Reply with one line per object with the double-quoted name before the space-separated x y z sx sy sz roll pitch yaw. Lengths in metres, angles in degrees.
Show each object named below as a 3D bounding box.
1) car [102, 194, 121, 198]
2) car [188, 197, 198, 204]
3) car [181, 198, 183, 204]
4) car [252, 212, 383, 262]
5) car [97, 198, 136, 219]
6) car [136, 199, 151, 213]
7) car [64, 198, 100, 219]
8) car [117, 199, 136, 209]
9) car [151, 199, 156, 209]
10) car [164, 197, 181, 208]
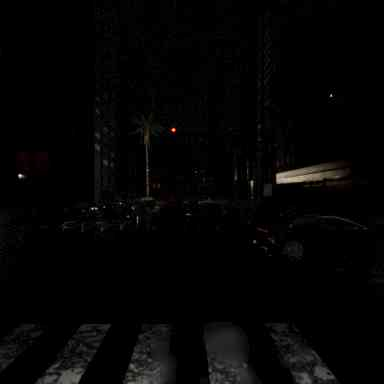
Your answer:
"car" -9.780 1.319 39.793 2.150 2.045 5.566 0 0 0
"car" 0.232 1.790 69.812 1.994 1.385 4.181 0 0 0
"car" -3.018 1.790 69.793 1.994 1.385 4.181 0 0 0
"car" 4.549 1.462 11.356 4.902 1.511 2.128 0 0 -1
"car" -6.547 1.543 29.583 1.882 1.535 5.008 0 0 0
"car" -6.529 1.587 39.051 2.128 1.511 4.902 0 0 0
"car" -9.793 1.543 29.847 1.882 1.535 5.008 0 0 0
"car" -9.745 1.701 49.754 1.994 1.385 4.181 0 0 0
"car" -6.501 1.734 48.939 1.895 1.301 4.718 0 0 0
"car" -3.058 1.661 49.272 1.812 1.442 4.674 0 -1 0
